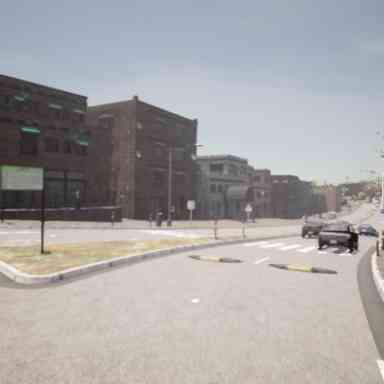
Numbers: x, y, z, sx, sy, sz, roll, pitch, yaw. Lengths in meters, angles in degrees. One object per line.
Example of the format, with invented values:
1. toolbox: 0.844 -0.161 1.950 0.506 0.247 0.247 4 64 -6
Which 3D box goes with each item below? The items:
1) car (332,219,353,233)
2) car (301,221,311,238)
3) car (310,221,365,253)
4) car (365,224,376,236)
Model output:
1. car: 21.558 4.847 47.590 2.097 1.767 4.553 1 -4 31
2. car: 11.342 3.457 30.455 1.837 1.490 4.892 1 -4 31
3. car: 8.664 2.617 19.594 2.128 1.511 4.902 1 -4 30
4. car: 21.538 4.706 41.204 1.994 1.385 4.181 1 -4 32
